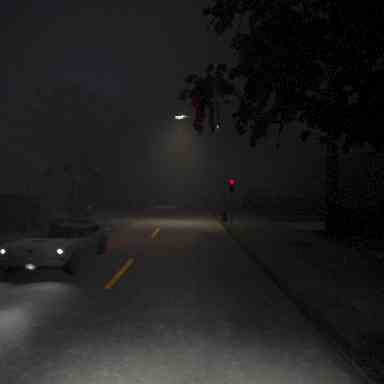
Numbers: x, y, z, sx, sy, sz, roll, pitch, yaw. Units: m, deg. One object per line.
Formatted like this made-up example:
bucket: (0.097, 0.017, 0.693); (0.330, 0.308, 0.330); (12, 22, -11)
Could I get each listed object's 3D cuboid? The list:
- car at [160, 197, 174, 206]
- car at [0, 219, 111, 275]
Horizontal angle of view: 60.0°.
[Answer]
car: (-3.971, 1.476, 52.952); (1.812, 1.442, 4.674); (0, 0, 0)
car: (-4.076, 1.589, 10.609); (1.895, 1.301, 4.718); (0, 0, 0)
